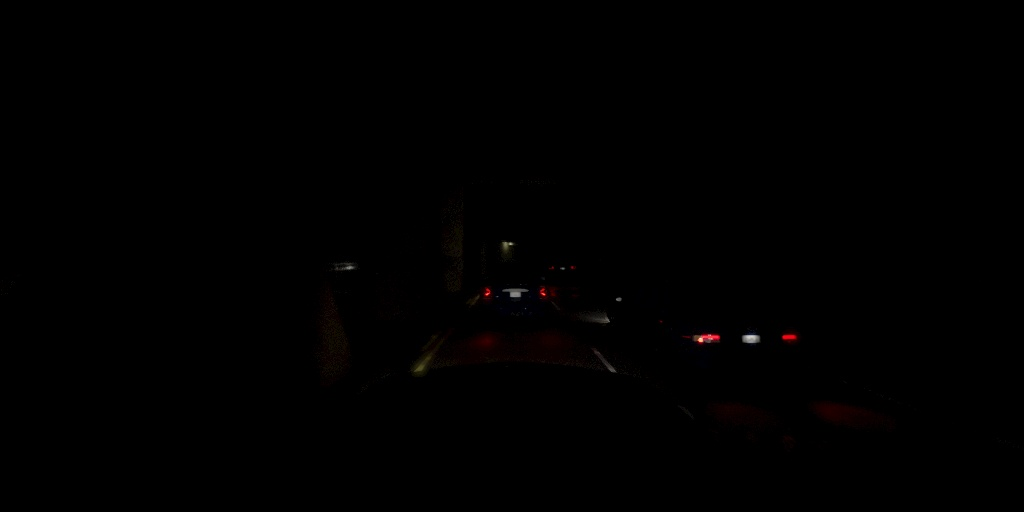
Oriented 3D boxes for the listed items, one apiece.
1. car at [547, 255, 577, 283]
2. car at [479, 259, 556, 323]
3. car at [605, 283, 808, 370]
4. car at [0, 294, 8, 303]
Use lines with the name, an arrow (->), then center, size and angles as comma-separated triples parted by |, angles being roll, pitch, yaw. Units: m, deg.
car -> 3.593, 0.970, 27.963 | 2.150, 2.045, 5.566 | 0, 0, 0
car -> 0.097, 1.101, 12.190 | 2.097, 1.767, 4.553 | 0, 0, 0
car -> 3.598, 1.297, 7.908 | 2.033, 1.411, 5.357 | 0, 0, 0
car -> -10.603, 1.102, 9.255 | 2.097, 1.767, 4.553 | 0, 0, 0
